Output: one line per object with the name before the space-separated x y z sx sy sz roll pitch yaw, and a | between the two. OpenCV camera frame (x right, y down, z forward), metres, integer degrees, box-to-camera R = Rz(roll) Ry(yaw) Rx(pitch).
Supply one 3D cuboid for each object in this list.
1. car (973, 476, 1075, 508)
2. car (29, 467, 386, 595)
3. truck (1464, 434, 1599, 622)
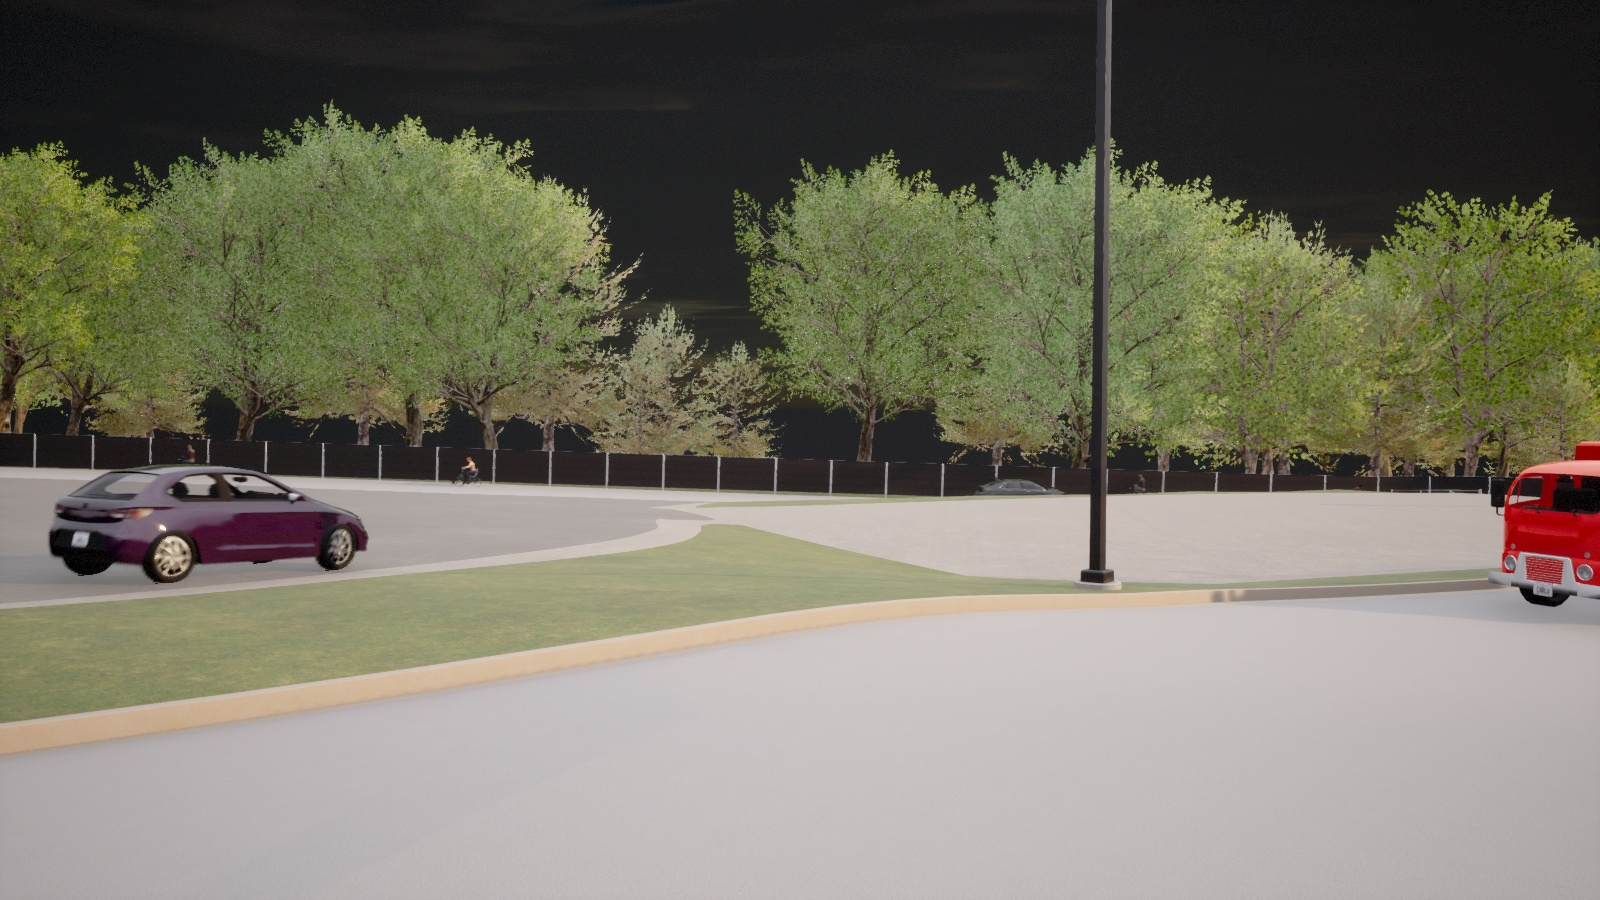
car | 11.651 2.209 65.570 4.892 1.490 1.837 1 2 -6
car | -7.928 1.016 17.263 1.816 1.474 4.193 1 -1 25
truck | 12.804 1.018 18.326 5.204 2.467 2.627 0 2 -20
